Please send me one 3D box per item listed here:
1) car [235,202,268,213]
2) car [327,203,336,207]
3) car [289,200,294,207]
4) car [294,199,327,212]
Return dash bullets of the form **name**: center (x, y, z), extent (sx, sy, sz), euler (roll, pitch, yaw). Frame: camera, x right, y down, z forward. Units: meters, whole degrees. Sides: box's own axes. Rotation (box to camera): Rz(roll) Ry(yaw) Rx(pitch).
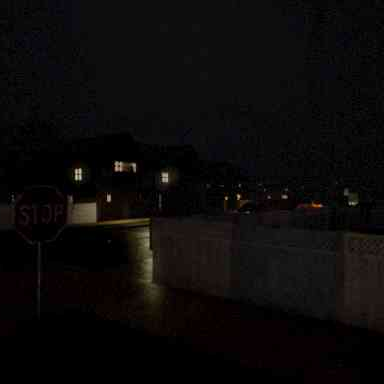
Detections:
- **car**: center (6.005, 1.836, 33.373), extent (1.837, 1.490, 4.892), euler (0, 0, 35)
- **car**: center (20.107, 2.188, 48.552), extent (1.895, 1.301, 4.718), euler (0, -1, 35)
- **car**: center (14.970, 1.610, 46.011), extent (1.882, 1.535, 5.008), euler (0, -1, 35)
- **car**: center (14.462, 1.814, 40.404), extent (2.097, 1.767, 4.553), euler (0, -1, 36)
